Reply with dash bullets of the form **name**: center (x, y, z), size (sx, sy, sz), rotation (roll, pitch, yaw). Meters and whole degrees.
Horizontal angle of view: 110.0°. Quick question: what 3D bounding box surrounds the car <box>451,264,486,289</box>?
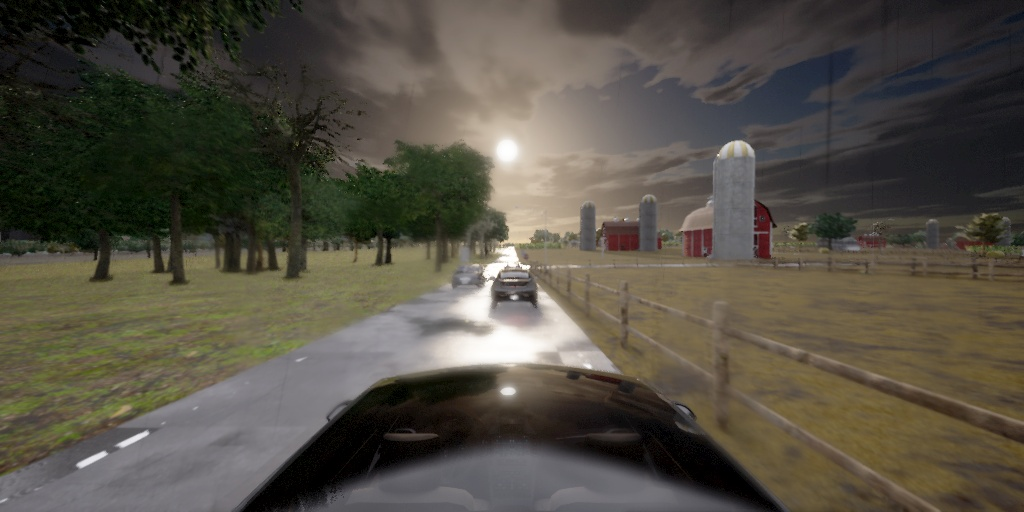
- **car**: center (-2.744, 1.285, 23.390), size (2.128, 1.511, 4.902), rotation (0, 0, 0)

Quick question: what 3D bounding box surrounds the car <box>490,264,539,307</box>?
- **car**: center (0.103, 1.281, 15.483), size (1.837, 1.490, 4.892), rotation (0, 0, 0)
